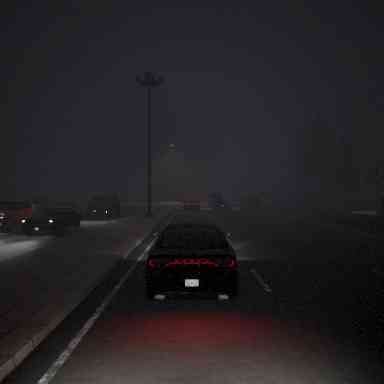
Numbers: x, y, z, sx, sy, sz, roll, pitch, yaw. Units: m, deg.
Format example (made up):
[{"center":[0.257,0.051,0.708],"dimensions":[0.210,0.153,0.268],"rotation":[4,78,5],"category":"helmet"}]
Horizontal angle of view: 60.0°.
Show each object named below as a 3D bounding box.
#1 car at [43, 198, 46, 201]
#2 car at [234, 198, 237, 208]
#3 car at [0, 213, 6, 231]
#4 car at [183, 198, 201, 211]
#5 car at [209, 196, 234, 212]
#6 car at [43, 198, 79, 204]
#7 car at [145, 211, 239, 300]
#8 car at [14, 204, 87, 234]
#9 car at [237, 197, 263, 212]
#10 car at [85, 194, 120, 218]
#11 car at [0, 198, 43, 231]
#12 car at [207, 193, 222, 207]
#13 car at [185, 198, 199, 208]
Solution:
[{"center":[-15.013,1.352,31.494],"dimensions":[2.097,1.767,4.553],"rotation":[0,0,0],"category":"car"},{"center":[6.979,1.547,49.473],"dimensions":[2.033,1.411,5.357],"rotation":[0,0,0],"category":"car"},{"center":[-8.082,1.564,10.417],"dimensions":[1.994,1.385,4.181],"rotation":[0,0,0],"category":"car"},{"center":[-0.016,1.492,39.049],"dimensions":[2.128,1.511,4.902],"rotation":[0,0,0],"category":"car"},{"center":[3.484,1.564,39.467],"dimensions":[1.994,1.385,4.181],"rotation":[0,0,0],"category":"car"},{"center":[-11.513,1.526,30.579],"dimensions":[1.812,1.442,4.674],"rotation":[0,0,0],"category":"car"},{"center":[-0.004,1.478,8.439],"dimensions":[1.882,1.535,5.008],"rotation":[0,0,0],"category":"car"},{"center":[-8.038,1.601,19.459],"dimensions":[1.895,1.301,4.718],"rotation":[0,0,1],"category":"car"},{"center":[6.984,1.352,39.439],"dimensions":[2.097,1.767,4.553],"rotation":[0,0,0],"category":"car"},{"center":[-8.013,1.221,30.142],"dimensions":[2.150,2.045,5.566],"rotation":[0,0,0],"category":"car"},{"center":[-11.526,1.352,20.659],"dimensions":[2.097,1.767,4.553],"rotation":[0,0,0],"category":"car"},{"center":[3.479,1.221,49.501],"dimensions":[2.150,2.045,5.566],"rotation":[0,0,0],"category":"car"},{"center":[-0.021,1.601,49.500],"dimensions":[1.895,1.301,4.718],"rotation":[0,0,0],"category":"car"}]
